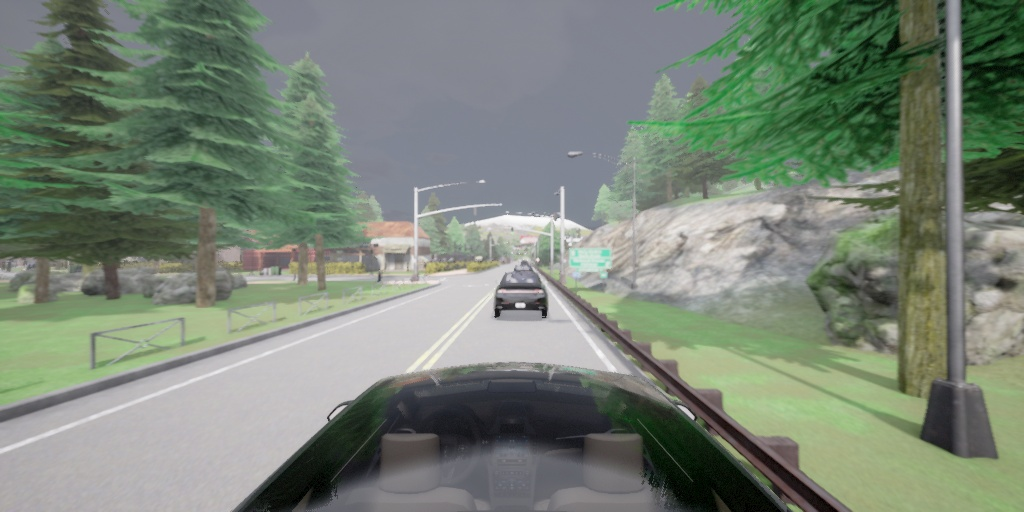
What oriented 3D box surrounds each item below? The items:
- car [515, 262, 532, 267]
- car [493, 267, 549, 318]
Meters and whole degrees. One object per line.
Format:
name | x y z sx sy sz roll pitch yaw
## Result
car | 0.893 1.449 28.279 2.128 1.511 4.902 0 0 2
car | 0.366 1.342 13.591 2.128 1.511 4.902 0 0 3
